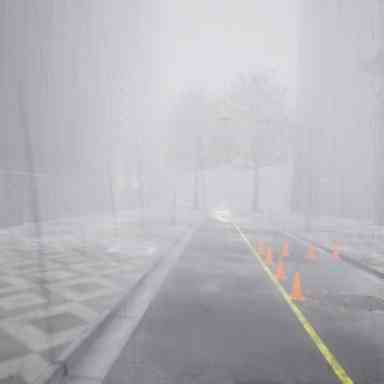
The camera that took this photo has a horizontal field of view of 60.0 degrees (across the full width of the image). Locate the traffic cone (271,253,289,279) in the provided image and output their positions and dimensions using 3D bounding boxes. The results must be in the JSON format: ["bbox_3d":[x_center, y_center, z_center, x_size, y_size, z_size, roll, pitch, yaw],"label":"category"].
[{"bbox_3d":[2.591,2.204,9.771,0.340,0.580,0.340,3,-1,4],"label":"traffic cone"}]

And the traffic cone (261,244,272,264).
[{"bbox_3d":[2.732,2.236,11.766,0.340,0.580,0.340,3,-1,4],"label":"traffic cone"}]

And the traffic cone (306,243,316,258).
[{"bbox_3d":[4.866,2.367,13.618,0.340,0.580,0.340,3,-1,4],"label":"traffic cone"}]

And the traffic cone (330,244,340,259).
[{"bbox_3d":[5.862,2.417,13.546,0.340,0.580,0.340,3,-1,4],"label":"traffic cone"}]

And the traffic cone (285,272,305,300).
[{"bbox_3d":[2.450,2.173,7.776,0.340,0.580,0.340,3,-1,4],"label":"traffic cone"}]

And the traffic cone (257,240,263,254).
[{"bbox_3d":[2.874,2.267,13.760,0.340,0.580,0.340,3,-1,4],"label":"traffic cone"}]

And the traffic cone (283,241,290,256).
[{"bbox_3d":[3.869,2.317,13.689,0.340,0.580,0.340,3,-1,4],"label":"traffic cone"}]
